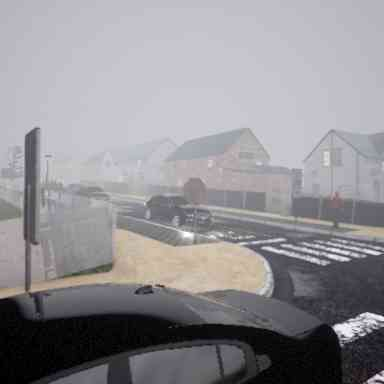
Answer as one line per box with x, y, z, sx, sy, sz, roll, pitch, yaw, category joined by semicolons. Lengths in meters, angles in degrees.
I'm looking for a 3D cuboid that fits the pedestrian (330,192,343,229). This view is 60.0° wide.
7.139;0.870;16.496;0.375;1.860;0.375;4;-2;-36;pedestrian

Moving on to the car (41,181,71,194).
-15.878;-0.337;38.672;1.837;1.490;4.892;1;2;-35;car

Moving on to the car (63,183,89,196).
-14.730;-0.379;42.088;1.812;1.442;4.674;1;2;-36;car

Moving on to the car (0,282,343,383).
-1.030;1.480;2.070;5.008;1.535;1.882;0;0;-37;car

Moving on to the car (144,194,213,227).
-0.853;0.893;17.593;1.837;1.490;4.892;1;2;-36;car

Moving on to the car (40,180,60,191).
-23.048;-1.079;53.739;1.837;1.490;4.892;1;2;-37;car

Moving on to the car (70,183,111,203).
-8.468;0.271;28.256;1.837;1.490;4.892;1;2;-35;car
